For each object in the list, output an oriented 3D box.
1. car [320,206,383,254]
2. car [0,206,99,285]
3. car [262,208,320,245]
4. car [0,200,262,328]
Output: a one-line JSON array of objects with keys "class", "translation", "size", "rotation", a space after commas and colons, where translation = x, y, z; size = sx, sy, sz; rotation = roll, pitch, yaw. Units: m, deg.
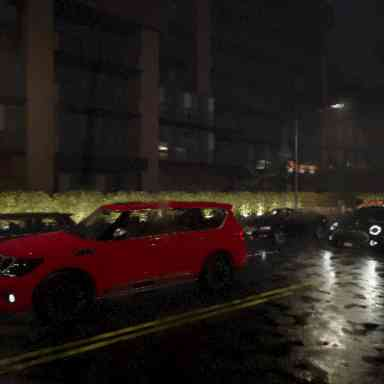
[{"class": "car", "translation": [7.635, 1.364, 13.602], "size": [4.553, 1.767, 2.097], "rotation": [0, 0, -35]}, {"class": "car", "translation": [-5.092, 1.353, 8.946], "size": [4.553, 1.767, 2.097], "rotation": [0, 0, -35]}, {"class": "car", "translation": [4.427, 1.502, 15.639], "size": [4.902, 1.511, 2.128], "rotation": [0, 0, -35]}, {"class": "car", "translation": [-1.265, 1.227, 7.367], "size": [5.566, 2.045, 2.150], "rotation": [0, 0, -35]}]
